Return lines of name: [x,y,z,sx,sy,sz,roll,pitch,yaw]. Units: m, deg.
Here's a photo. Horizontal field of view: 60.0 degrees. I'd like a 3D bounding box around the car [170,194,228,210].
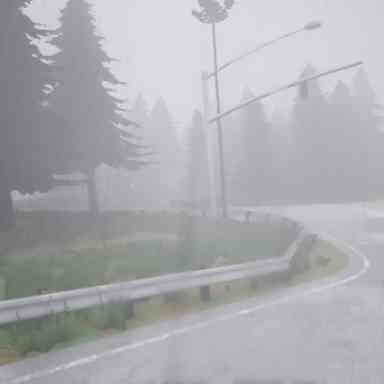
car: [0.484,0.862,27.644,4.718,1.301,1.895,-2,3,31]
